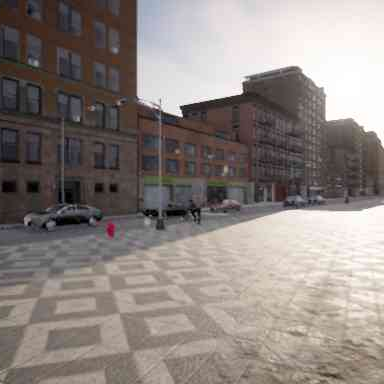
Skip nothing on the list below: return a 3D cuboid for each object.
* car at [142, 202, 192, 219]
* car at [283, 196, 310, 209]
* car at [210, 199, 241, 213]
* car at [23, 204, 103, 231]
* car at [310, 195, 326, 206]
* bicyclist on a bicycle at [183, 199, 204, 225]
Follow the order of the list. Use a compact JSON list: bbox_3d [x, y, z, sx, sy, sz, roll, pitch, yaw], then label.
[{"bbox_3d":[-2.084,1.588,28.741,1.895,1.301,4.718,0,0,36],"label":"car"},{"bbox_3d":[14.231,1.314,45.884,2.097,1.767,4.553,0,0,36],"label":"car"},{"bbox_3d":[3.816,1.501,36.894,1.812,1.442,4.674,0,0,36],"label":"car"},{"bbox_3d":[-7.889,1.490,20.693,2.128,1.511,4.902,0,0,36],"label":"car"},{"bbox_3d":[20.230,1.302,54.205,2.097,1.767,4.553,0,0,36],"label":"car"},{"bbox_3d":[0.057,1.298,21.051,1.656,1.620,0.582,0,0,36],"label":"bicyclist on a bicycle"}]
